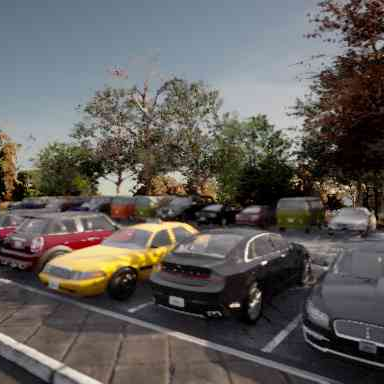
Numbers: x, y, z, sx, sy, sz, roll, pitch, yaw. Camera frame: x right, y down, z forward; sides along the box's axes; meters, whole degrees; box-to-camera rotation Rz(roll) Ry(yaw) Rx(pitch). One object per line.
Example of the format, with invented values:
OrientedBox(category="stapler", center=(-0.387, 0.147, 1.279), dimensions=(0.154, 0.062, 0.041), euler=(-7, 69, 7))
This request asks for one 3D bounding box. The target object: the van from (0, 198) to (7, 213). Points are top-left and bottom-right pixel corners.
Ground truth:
OrientedBox(category="van", center=(-27.094, 1.797, 43.841), dimensions=(1.878, 1.987, 4.442), euler=(-1, -1, 36))

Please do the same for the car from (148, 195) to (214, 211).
OrientedBox(category="car", center=(-0.269, 1.292, 24.454), dimensions=(2.435, 2.045, 5.566), euler=(0, 0, 36))

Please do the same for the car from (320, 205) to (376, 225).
OrientedBox(category="car", center=(8.759, 1.551, 18.027), dimensions=(2.002, 1.452, 4.674), euler=(0, 0, 36))

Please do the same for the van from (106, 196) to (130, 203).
OrientedBox(category="van", center=(-4.588, 1.333, 27.725), dimensions=(1.878, 1.987, 4.442), euler=(0, 0, 36))

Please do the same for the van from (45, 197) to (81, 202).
OrientedBox(category="van", center=(-11.467, 1.429, 32.364), dimensions=(1.878, 1.987, 4.442), euler=(-1, -1, 36))

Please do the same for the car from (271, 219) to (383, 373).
OrientedBox(category="car", center=(3.416, 1.505, 5.770), dimensions=(2.231, 1.521, 4.892), euler=(0, 0, 36))

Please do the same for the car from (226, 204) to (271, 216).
OrientedBox(category="car", center=(4.353, 1.566, 21.176), dimensions=(2.002, 1.452, 4.674), euler=(0, 0, 36))

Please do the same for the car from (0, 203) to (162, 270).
OrientedBox(category="car", center=(-3.378, 1.403, 10.589), dimensions=(2.185, 1.767, 4.553), euler=(0, 0, 36))

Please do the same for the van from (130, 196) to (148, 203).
OrientedBox(category="van", center=(-2.437, 1.325, 26.185), dimensions=(1.878, 1.987, 4.442), euler=(0, 0, 36))

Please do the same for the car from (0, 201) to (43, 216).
OrientedBox(category="car", center=(-20.405, 1.865, 38.902), dimensions=(2.097, 1.535, 5.008), euler=(-1, -1, 36))

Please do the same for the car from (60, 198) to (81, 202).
OrientedBox(category="car", center=(-9.141, 1.602, 30.848), dimensions=(2.097, 1.535, 5.008), euler=(-1, -1, 36))

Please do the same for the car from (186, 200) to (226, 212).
OrientedBox(category="car", center=(2.098, 1.534, 22.787), dimensions=(2.097, 1.535, 5.008), euler=(0, 0, 36))

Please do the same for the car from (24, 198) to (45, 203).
OrientedBox(category="car", center=(-13.753, 1.704, 33.918), dimensions=(1.946, 1.575, 5.366), euler=(-1, -1, 36))

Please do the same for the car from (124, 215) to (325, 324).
OrientedBox(category="car", center=(1.152, 1.514, 7.376), dimensions=(2.231, 1.521, 4.892), euler=(0, 0, 36))

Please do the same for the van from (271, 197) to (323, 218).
OrientedBox(category="van", center=(6.572, 1.293, 19.734), dimensions=(1.878, 1.987, 4.442), euler=(0, 0, 36))

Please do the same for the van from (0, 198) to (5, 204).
OrientedBox(category="van", center=(-12.456, 1.335, 16.985), dimensions=(1.878, 1.987, 4.442), euler=(0, 0, 36))

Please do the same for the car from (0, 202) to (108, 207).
OrientedBox(category="car", center=(-5.635, 1.411, 12.205), dimensions=(2.185, 1.767, 4.553), euler=(0, 0, 36))

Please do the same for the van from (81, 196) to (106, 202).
OrientedBox(category="van", center=(-7.084, 1.342, 29.225), dimensions=(1.878, 1.987, 4.442), euler=(-1, 0, 36))

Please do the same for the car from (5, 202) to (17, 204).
OrientedBox(category="car", center=(-18.154, 1.813, 37.288), dimensions=(2.231, 1.521, 4.892), euler=(-1, -1, 36))

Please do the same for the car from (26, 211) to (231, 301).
OrientedBox(category="car", center=(-1.210, 1.518, 8.847), dimensions=(1.946, 1.575, 5.366), euler=(0, 0, 36))

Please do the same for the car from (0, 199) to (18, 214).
OrientedBox(category="car", center=(-24.927, 1.845, 42.107), dimensions=(2.185, 1.767, 4.553), euler=(-1, -1, 36))

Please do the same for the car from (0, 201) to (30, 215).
OrientedBox(category="car", center=(-22.760, 1.920, 40.587), dimensions=(2.097, 1.535, 5.008), euler=(-1, -1, 36))

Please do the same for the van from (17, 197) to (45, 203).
OrientedBox(category="van", center=(-15.834, 1.534, 35.779), dimensions=(1.878, 1.987, 4.442), euler=(-1, -1, 36))
